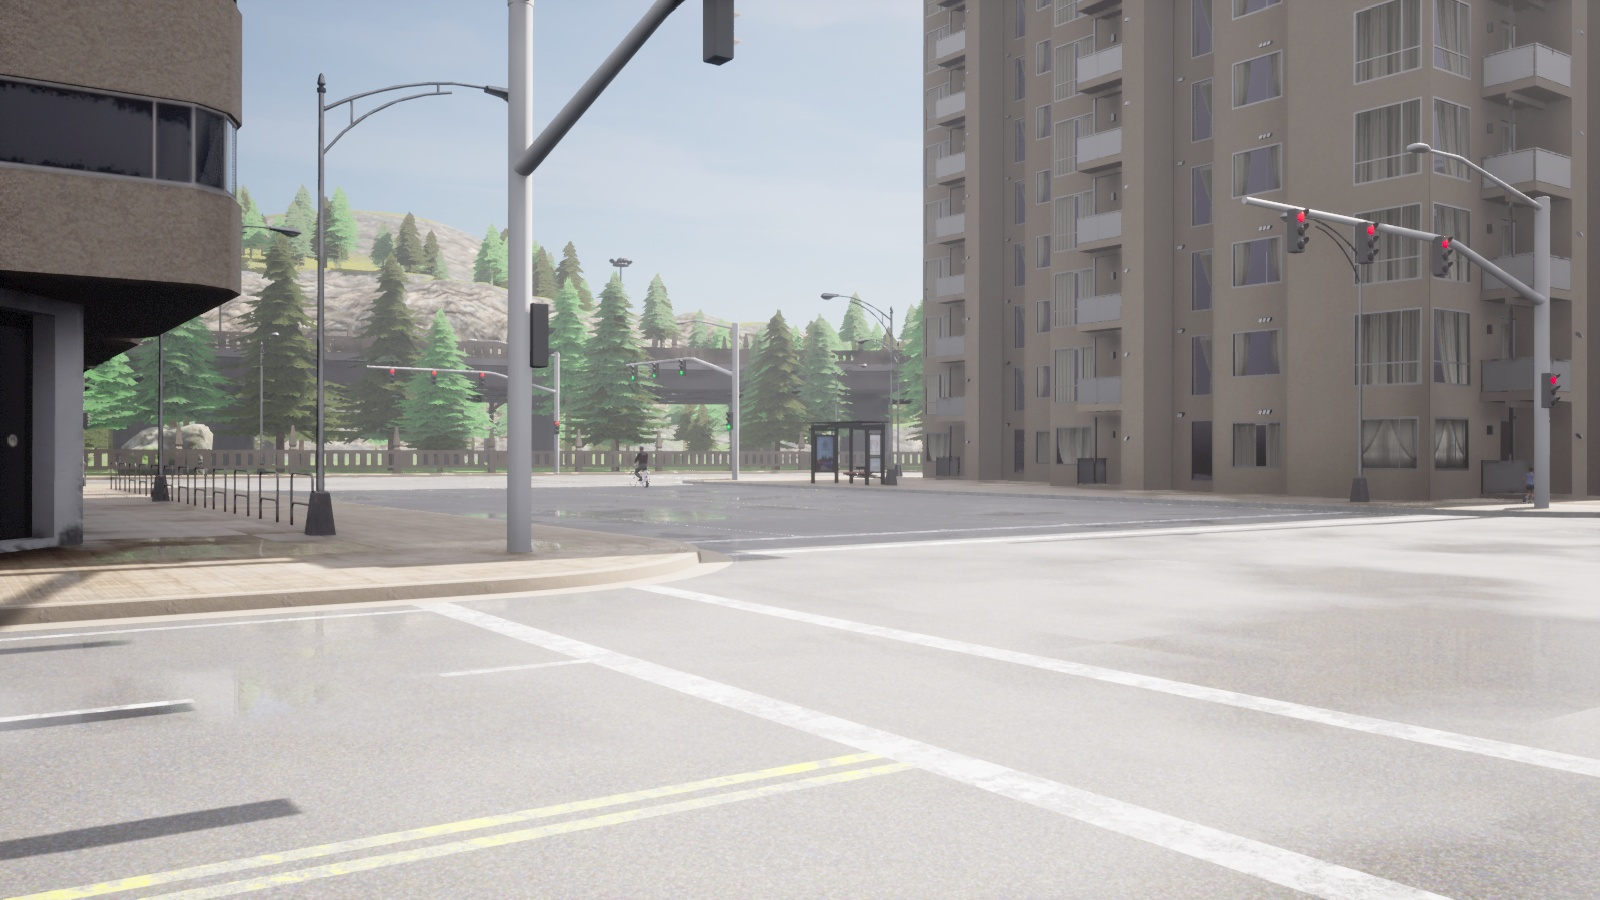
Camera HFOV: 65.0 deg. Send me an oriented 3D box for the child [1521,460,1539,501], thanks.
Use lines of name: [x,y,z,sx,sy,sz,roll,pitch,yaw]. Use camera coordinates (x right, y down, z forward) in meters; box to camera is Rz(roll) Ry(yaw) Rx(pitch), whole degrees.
child: [19.967,0.825,34.341,0.394,1.110,0.255,0,0,-28]
